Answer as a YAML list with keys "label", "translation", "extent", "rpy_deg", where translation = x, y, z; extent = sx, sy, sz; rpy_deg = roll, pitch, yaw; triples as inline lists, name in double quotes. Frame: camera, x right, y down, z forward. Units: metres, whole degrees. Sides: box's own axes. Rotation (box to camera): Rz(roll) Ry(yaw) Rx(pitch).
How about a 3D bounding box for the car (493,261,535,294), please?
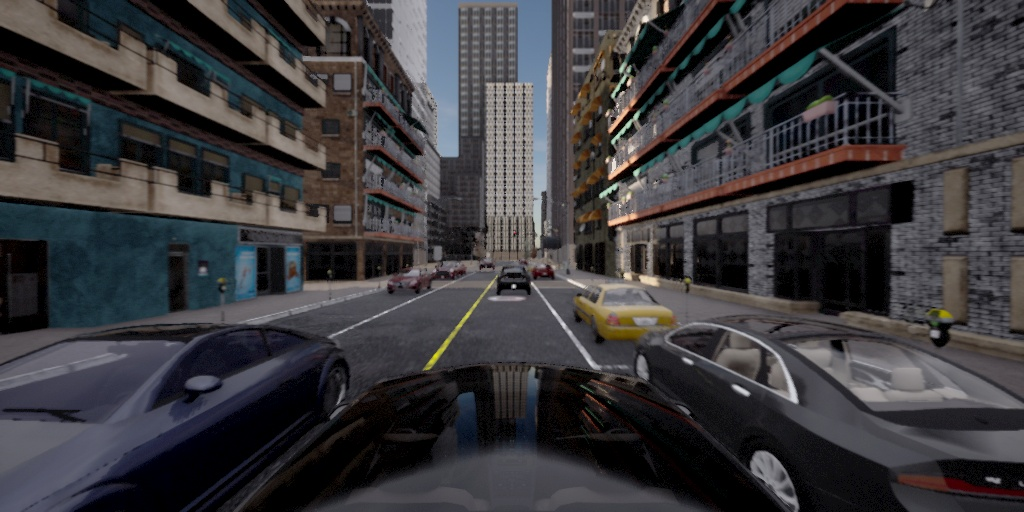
- label: "car"
  translation: [0.094, 1.268, 20.481]
  extent: [1.837, 1.490, 4.892]
  rpy_deg: [0, 0, 0]

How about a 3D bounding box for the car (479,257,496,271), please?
- label: "car"
  translation: [-3.007, 0.975, 44.232]
  extent: [1.882, 1.535, 5.008]
  rpy_deg: [0, 0, 0]

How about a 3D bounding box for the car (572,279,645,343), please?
- label: "car"
  translation: [2.688, 1.280, 9.529]
  extent: [1.751, 1.417, 4.829]
  rpy_deg: [0, 0, 0]

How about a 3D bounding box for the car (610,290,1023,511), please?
- label: "car"
  translation: [2.689, 1.302, 3.835]
  extent: [2.007, 1.370, 4.403]
  rpy_deg: [0, 0, 0]

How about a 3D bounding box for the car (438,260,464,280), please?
- label: "car"
  translation: [-5.697, 1.210, 31.465]
  extent: [1.967, 1.591, 4.097]
  rpy_deg: [0, 0, 0]

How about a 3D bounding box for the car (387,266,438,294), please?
- label: "car"
  translation: [-5.695, 1.344, 20.418]
  extent: [1.802, 1.307, 4.207]
  rpy_deg: [0, 0, 0]

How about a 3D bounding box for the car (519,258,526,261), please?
- label: "car"
  translation: [0.092, 1.265, 37.492]
  extent: [2.128, 1.511, 4.902]
  rpy_deg: [0, 0, 0]

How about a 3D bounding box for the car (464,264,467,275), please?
- label: "car"
  translation: [-5.698, 1.319, 36.989]
  extent: [1.888, 1.381, 4.507]
  rpy_deg: [0, 0, 0]

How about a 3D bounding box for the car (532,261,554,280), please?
- label: "car"
  translation: [2.684, 1.315, 31.453]
  extent: [1.888, 1.381, 4.507]
  rpy_deg: [0, 0, 0]

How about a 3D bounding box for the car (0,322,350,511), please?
- label: "car"
  translation: [-3.101, 1.315, 2.992]
  extent: [1.994, 1.385, 4.181]
  rpy_deg: [0, 0, 0]
